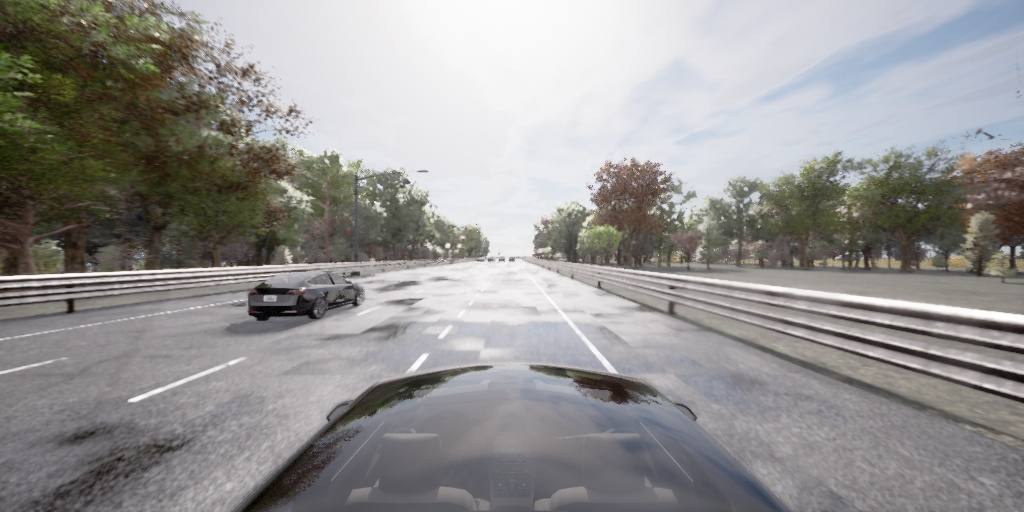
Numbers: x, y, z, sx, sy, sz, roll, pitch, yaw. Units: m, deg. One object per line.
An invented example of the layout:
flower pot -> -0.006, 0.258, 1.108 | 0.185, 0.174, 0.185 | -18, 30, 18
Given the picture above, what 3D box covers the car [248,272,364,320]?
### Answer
car -> -6.996, 1.277, 12.714 | 2.163, 1.488, 4.792 | 0, 0, 0
